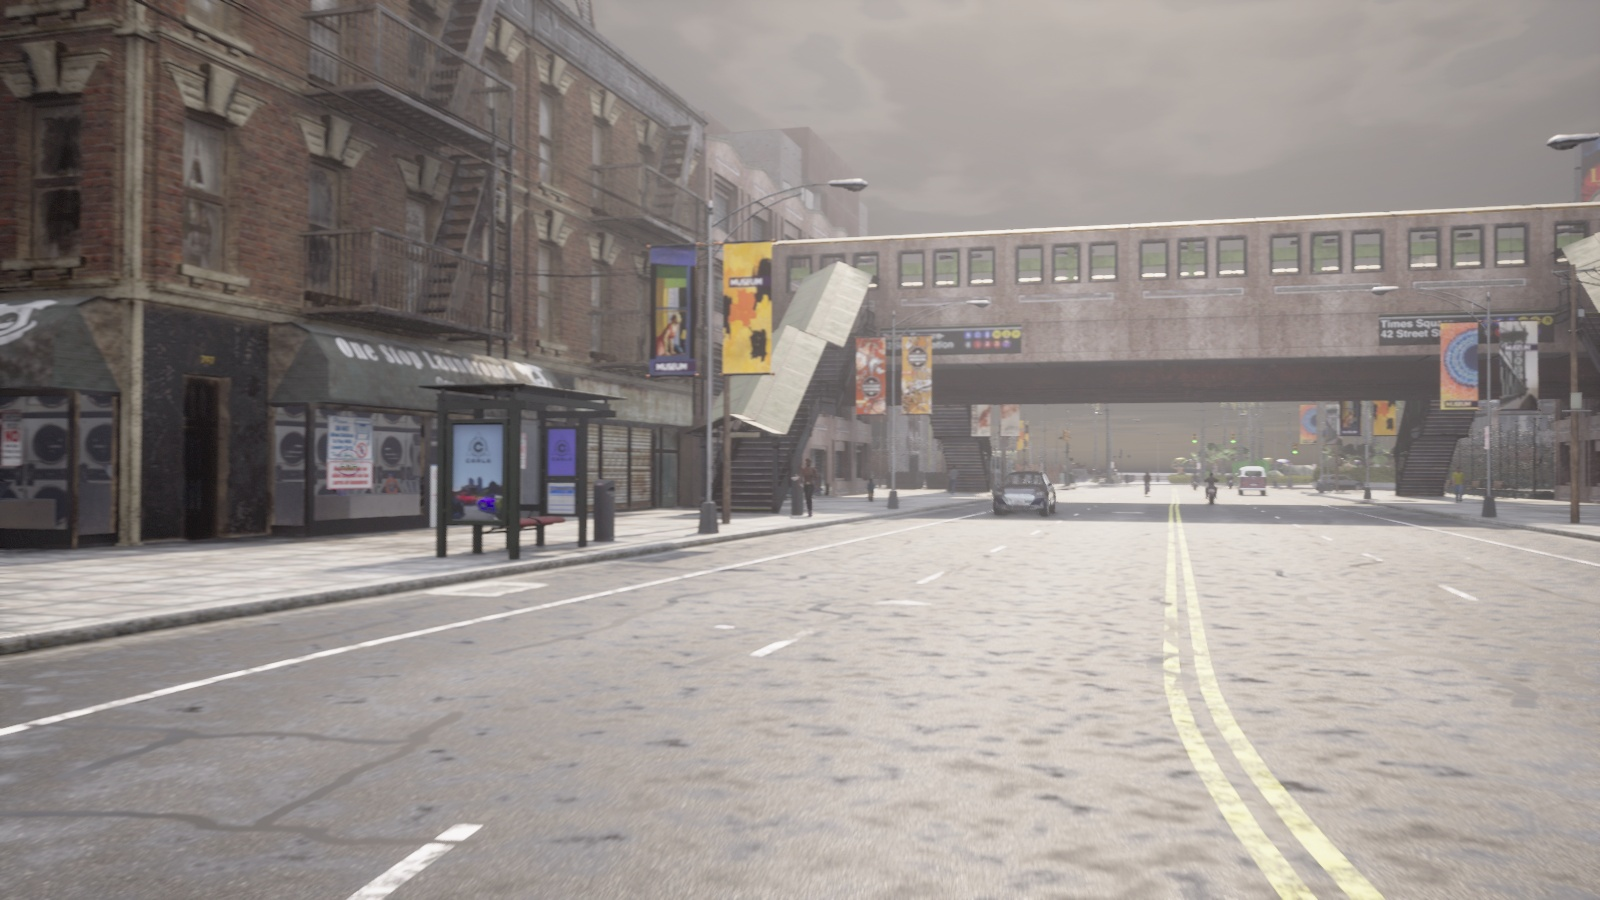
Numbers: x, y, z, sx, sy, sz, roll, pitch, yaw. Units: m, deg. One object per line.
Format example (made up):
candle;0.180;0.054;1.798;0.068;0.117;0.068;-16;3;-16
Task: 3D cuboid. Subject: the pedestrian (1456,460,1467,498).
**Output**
pedestrian;32.482;1.408;61.626;0.354;1.836;0.706;-1;-1;19

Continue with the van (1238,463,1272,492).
van;32.519;1.947;89.852;2.069;2.038;4.480;0;-1;17

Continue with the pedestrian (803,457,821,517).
pedestrian;0.360;1.112;38.315;0.328;1.805;0.869;0;-1;16

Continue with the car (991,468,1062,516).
car;8.393;1.494;46.177;2.033;1.649;4.856;0;-1;17
